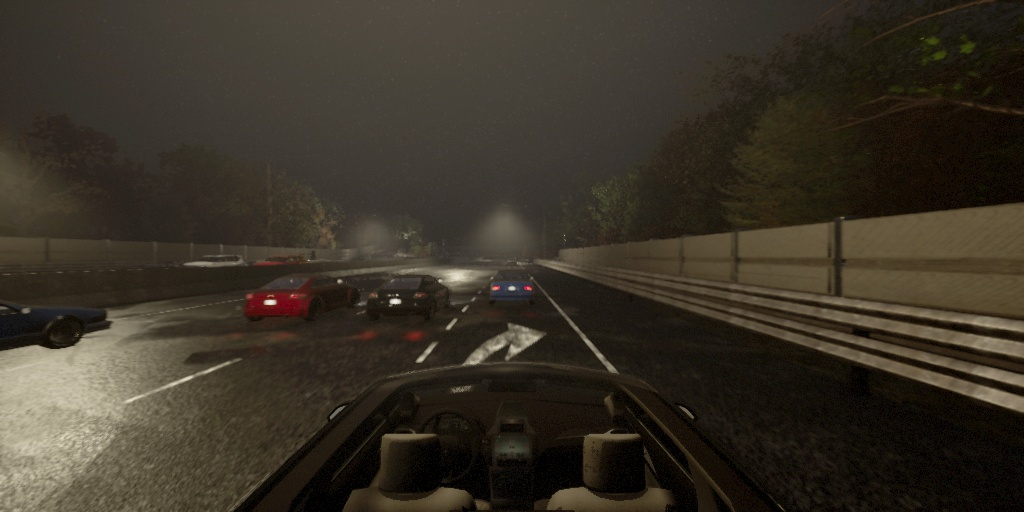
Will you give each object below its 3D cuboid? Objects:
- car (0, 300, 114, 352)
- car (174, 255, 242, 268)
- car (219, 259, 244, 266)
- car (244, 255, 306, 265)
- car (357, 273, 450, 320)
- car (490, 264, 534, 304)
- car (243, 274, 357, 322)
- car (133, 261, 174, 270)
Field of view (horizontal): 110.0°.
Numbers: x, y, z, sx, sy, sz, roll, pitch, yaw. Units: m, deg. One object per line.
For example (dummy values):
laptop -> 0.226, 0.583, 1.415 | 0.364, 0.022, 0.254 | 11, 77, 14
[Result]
car -> -10.401, 1.286, 5.988 | 2.033, 1.411, 5.357 | 0, 0, 0
car -> -28.071, 0.921, 33.975 | 2.150, 2.045, 5.566 | 0, 0, 0
car -> -24.579, 1.262, 33.631 | 1.994, 1.385, 4.181 | 0, 0, 0
car -> -21.079, 0.923, 32.760 | 2.150, 2.045, 5.566 | 0, 0, 0
car -> -3.399, 1.290, 12.452 | 1.994, 1.385, 4.181 | 0, 0, 0
car -> -0.002, 1.268, 16.025 | 2.033, 1.411, 5.357 | 0, 0, 0
car -> -6.899, 1.290, 12.242 | 1.994, 1.385, 4.181 | 0, 0, 0
car -> -31.571, 1.190, 32.637 | 2.128, 1.511, 4.902 | 0, 0, 0
